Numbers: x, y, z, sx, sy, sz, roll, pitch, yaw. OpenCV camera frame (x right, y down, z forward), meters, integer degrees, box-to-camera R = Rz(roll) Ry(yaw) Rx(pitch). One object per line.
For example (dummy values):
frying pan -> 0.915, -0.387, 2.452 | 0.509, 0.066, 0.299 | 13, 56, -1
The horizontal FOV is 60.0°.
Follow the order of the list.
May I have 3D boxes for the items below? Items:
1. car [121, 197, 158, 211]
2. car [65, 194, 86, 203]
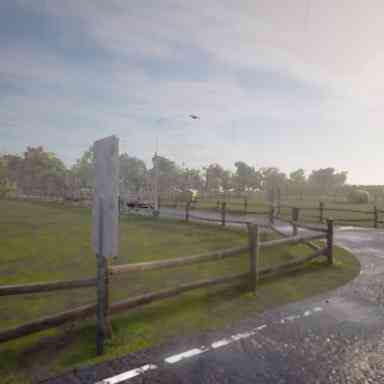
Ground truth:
car -> -5.286, 1.179, 33.380 | 1.895, 1.301, 4.718 | 1, 0, -36
car -> -17.701, 0.912, 50.536 | 1.895, 1.301, 4.718 | 1, 0, -36
